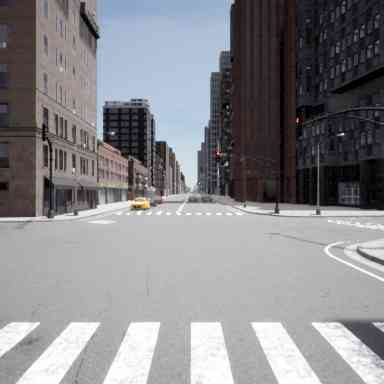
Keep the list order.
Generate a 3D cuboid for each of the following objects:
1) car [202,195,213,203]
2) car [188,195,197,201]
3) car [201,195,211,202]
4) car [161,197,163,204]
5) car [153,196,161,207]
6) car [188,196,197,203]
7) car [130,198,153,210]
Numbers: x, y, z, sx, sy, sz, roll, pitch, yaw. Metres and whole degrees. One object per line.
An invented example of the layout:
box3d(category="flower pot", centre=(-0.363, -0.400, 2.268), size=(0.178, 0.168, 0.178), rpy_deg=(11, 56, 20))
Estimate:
box3d(category="car", centre=(3.364, 1.533, 70.943), size=(2.128, 1.511, 4.902), rpy_deg=(0, 0, 0))
box3d(category="car", centre=(0.132, 1.558, 82.109), size=(1.994, 1.385, 4.181), rpy_deg=(0, 0, 0))
box3d(category="car", centre=(3.380, 1.500, 81.363), size=(2.128, 1.511, 4.902), rpy_deg=(0, 0, 0))
box3d(category="car", centre=(-6.464, 1.488, 61.844), size=(1.882, 1.535, 5.008), rpy_deg=(0, 0, 0))
box3d(category="car", centre=(-6.501, 1.574, 51.423), size=(1.994, 1.385, 4.181), rpy_deg=(0, 0, 1))
box3d(category="car", centre=(0.139, 1.527, 71.795), size=(2.128, 1.511, 4.902), rpy_deg=(0, 0, 0))
box3d(category="car", centre=(-6.530, 1.486, 42.173), size=(1.882, 1.535, 5.008), rpy_deg=(0, 0, 0))
